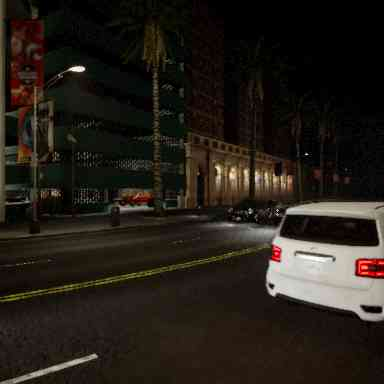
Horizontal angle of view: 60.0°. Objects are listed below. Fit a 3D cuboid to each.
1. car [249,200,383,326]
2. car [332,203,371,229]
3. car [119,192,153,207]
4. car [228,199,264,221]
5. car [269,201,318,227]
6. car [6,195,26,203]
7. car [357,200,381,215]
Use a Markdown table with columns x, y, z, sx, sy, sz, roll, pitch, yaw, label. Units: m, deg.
| x | y | z | sx | sy | sz | roll | pitch | yaw | label |
| --- | --- | --- | --- | --- | --- | --- | --- | --- | --- |
| 3.764 | 1.221 | 7.032 | 2.150 | 2.045 | 5.566 | 0 | 1 | 45 | car |
| 10.761 | 1.516 | 22.263 | 1.812 | 1.442 | 4.674 | 0 | 0 | 32 | car |
| -7.688 | 0.987 | 46.314 | 2.435 | 2.045 | 5.566 | 0 | 0 | 32 | car |
| 4.532 | 1.334 | 25.769 | 2.097 | 1.767 | 4.553 | 0 | 0 | 32 | car |
| 7.347 | 1.479 | 23.673 | 2.128 | 1.511 | 4.902 | 0 | 0 | 32 | car |
| -33.416 | 1.342 | 61.943 | 2.161 | 1.482 | 4.786 | 0 | 0 | 32 | car |
| 18.518 | 1.586 | 34.707 | 1.895 | 1.301 | 4.718 | 0 | 0 | 32 | car |
